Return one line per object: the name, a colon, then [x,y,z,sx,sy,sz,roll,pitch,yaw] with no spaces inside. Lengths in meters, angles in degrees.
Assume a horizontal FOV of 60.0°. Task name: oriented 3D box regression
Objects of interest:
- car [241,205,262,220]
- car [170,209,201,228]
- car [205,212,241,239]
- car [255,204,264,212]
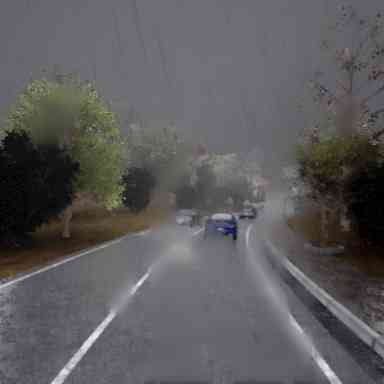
car: [7.234,2.695,42.108,1.994,1.385,4.181,1,-1,19]
car: [-0.429,2.178,28.331,2.128,1.511,4.902,1,-1,12]
car: [1.995,2.051,21.418,1.882,1.535,5.008,0,-1,9]
car: [13.203,3.237,66.693,1.837,1.490,4.892,1,-1,23]
